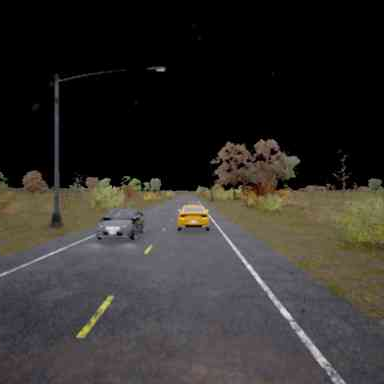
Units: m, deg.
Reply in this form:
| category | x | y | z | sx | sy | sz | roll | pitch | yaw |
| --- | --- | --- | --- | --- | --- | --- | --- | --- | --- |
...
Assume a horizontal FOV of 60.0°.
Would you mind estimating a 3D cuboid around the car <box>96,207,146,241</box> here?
| category | x | y | z | sx | sy | sz | roll | pitch | yaw |
| --- | --- | --- | --- | --- | --- | --- | --- | --- | --- |
| car | -3.591 | 1.577 | 17.467 | 2.128 | 1.511 | 4.902 | 0 | 0 | 0 |

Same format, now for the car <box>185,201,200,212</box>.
| category | x | y | z | sx | sy | sz | roll | pitch | yaw |
| --- | --- | --- | --- | --- | --- | --- | --- | --- | --- |
| car | 0.103 | 1.816 | 43.604 | 1.895 | 1.301 | 4.718 | 0 | 0 | 0 |

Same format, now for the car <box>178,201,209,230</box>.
| category | x | y | z | sx | sy | sz | roll | pitch | yaw |
| --- | --- | --- | --- | --- | --- | --- | --- | --- | --- |
| car | 0.101 | 1.585 | 21.854 | 1.882 | 1.535 | 5.008 | 0 | 0 | 0 |
